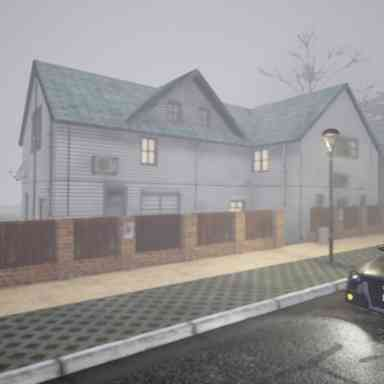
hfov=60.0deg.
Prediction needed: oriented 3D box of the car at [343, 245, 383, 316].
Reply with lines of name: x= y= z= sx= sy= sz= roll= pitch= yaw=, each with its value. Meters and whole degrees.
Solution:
car: x=4.859 y=1.563 z=6.536 sx=4.181 sy=1.385 sz=1.994 roll=0 pitch=0 yaw=-35
